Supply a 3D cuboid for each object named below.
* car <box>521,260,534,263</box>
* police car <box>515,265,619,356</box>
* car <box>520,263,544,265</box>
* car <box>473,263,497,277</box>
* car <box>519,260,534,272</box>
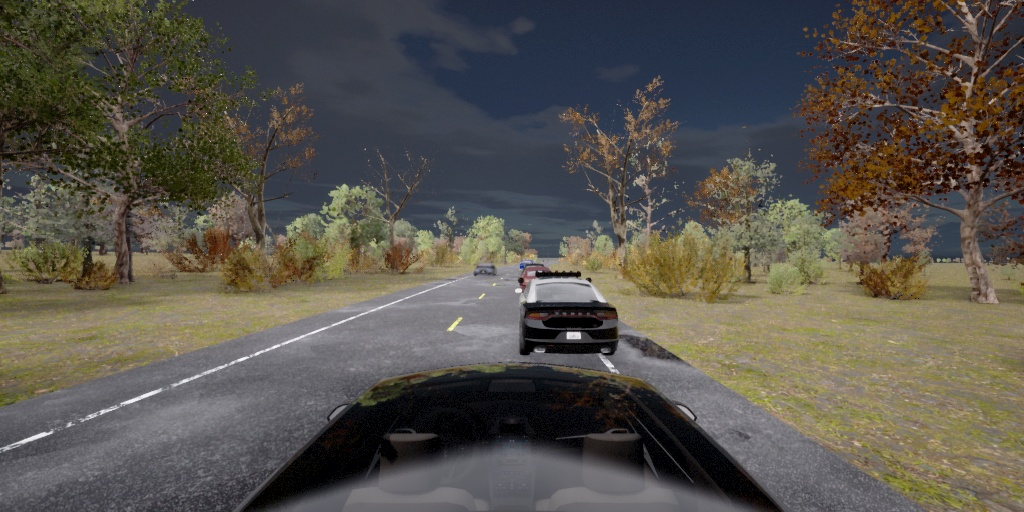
[{"bbox_3d":[1.531,1.266,24.615,1.837,1.490,4.892,0,0,2],"label":"car"},{"bbox_3d":[1.107,1.177,8.802,1.930,1.638,5.238,0,0,1],"label":"police car"},{"bbox_3d":[1.324,1.281,18.645,1.812,1.442,4.674,0,0,2],"label":"car"},{"bbox_3d":[-2.572,1.346,35.539,1.994,1.385,4.181,0,0,3],"label":"car"},{"bbox_3d":[2.106,1.313,50.363,1.882,1.535,5.008,0,0,5],"label":"car"}]
